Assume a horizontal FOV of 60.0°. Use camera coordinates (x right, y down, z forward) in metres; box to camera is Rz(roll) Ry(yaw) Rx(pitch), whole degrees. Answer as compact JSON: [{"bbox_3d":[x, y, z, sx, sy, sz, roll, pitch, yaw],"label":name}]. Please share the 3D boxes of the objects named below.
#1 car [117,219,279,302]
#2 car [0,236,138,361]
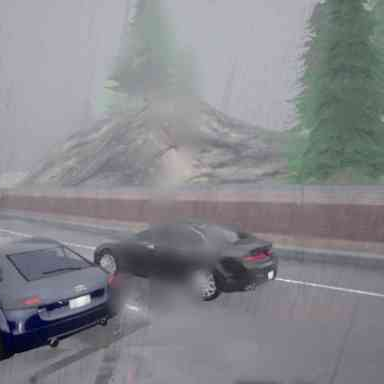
[{"bbox_3d":[-0.372,1.435,8.157,4.892,1.490,1.837,0,1,36],"label":"car"},{"bbox_3d":[-3.201,1.521,5.907,4.181,1.385,1.994,0,1,36],"label":"car"}]
